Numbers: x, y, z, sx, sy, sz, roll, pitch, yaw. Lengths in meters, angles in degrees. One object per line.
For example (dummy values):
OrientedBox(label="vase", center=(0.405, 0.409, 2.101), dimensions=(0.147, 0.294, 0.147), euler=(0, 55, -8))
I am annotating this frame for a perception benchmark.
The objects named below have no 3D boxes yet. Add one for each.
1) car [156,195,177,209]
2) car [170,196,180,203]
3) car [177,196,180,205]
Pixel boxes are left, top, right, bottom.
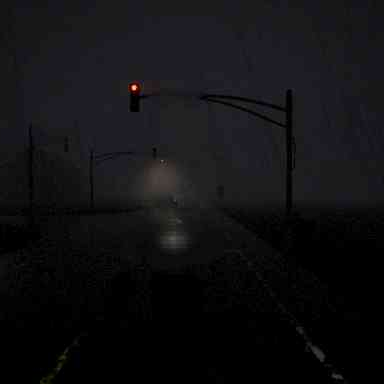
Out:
OrientedBox(label="car", center=(-3.449, 1.320, 43.560), dimensions=(2.097, 1.767, 4.553), euler=(0, 0, 0))
OrientedBox(label="car", center=(-3.327, 1.460, 65.551), dimensions=(1.812, 1.442, 4.674), euler=(0, 0, 1))
OrientedBox(label="car", center=(-3.412, 1.306, 53.734), dimensions=(2.097, 1.767, 4.553), euler=(0, 0, 0))
